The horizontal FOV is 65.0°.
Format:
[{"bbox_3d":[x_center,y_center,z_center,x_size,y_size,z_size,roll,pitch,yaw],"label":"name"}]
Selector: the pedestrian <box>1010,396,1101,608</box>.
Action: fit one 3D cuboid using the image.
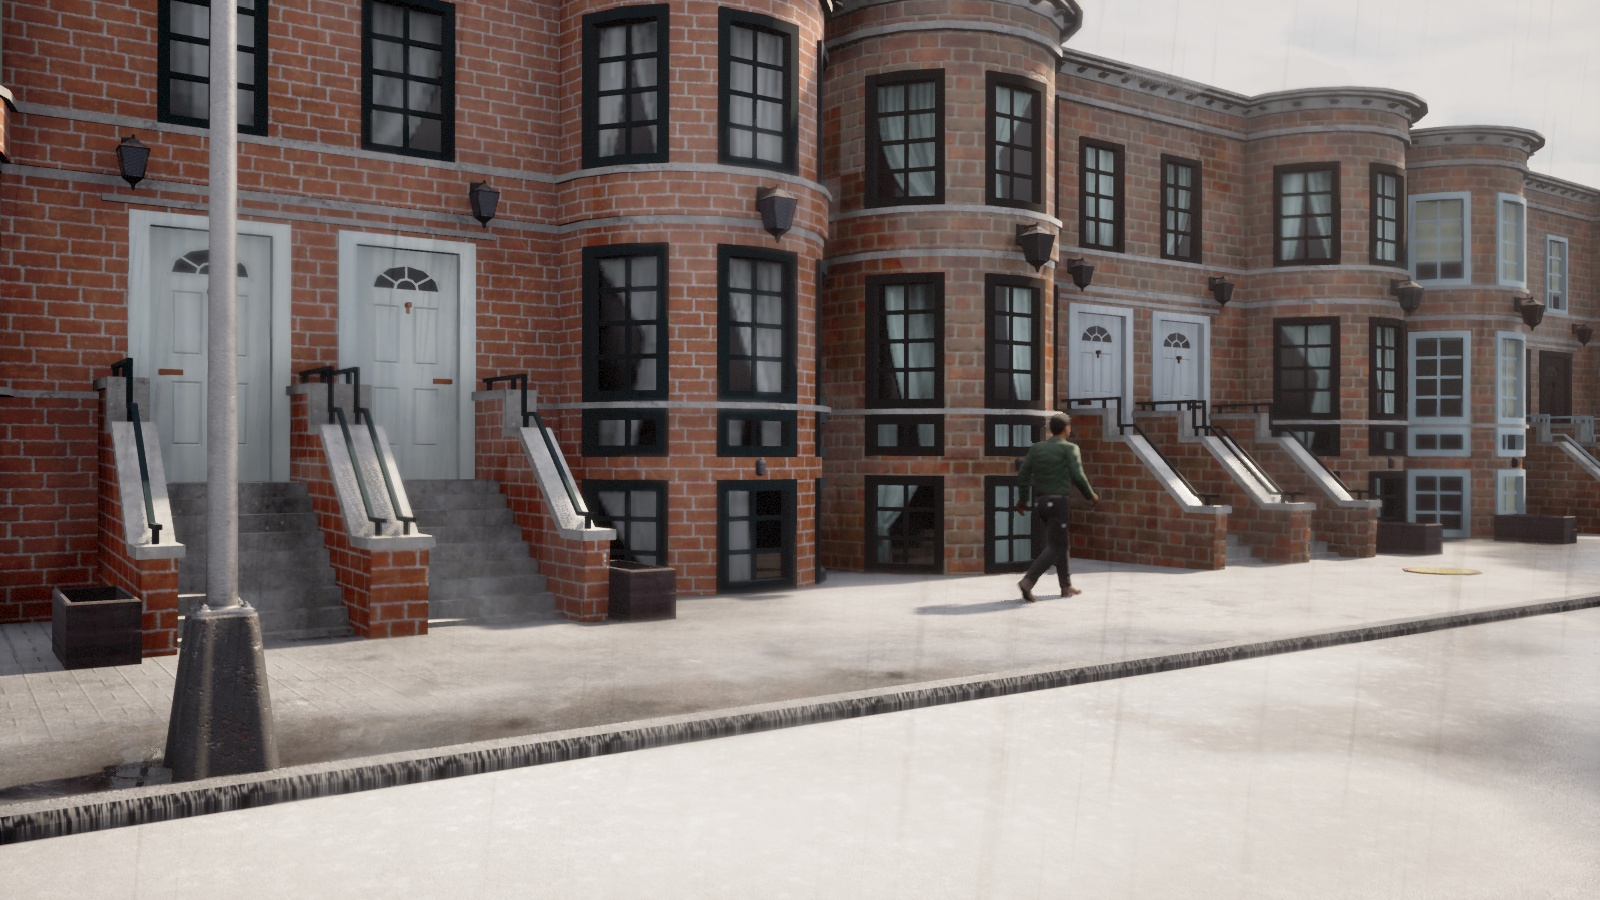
[{"bbox_3d":[2.426,0.479,11.927,0.788,1.949,0.423,0,0,-36],"label":"pedestrian"}]
